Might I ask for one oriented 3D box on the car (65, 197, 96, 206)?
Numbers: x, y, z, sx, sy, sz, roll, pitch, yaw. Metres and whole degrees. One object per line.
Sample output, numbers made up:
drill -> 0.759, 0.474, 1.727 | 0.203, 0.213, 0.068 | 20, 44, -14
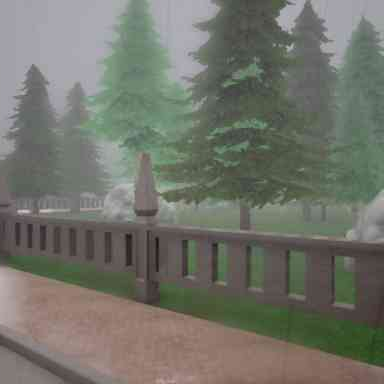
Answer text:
car -> -16.762, 1.511, 51.932 | 1.882, 1.535, 5.008 | 0, 0, 35

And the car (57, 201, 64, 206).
car -> -19.613, 1.511, 53.962 | 1.882, 1.535, 5.008 | 0, 0, 35

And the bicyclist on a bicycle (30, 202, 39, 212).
bicyclist on a bicycle -> -16.135, 1.299, 34.052 | 1.656, 1.620, 0.582 | 0, 0, 35
